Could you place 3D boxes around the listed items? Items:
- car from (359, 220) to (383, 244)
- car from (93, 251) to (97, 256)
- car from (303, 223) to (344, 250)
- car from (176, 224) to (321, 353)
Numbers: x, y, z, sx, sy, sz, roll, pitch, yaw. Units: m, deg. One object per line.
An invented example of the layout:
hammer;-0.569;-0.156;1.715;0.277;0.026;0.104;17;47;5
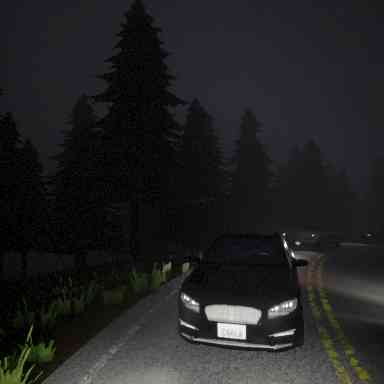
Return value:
car;15.792;3.221;26.441;5.566;2.045;2.150;8;-8;-28
car;-20.290;13.650;72.955;4.181;1.381;1.994;-2;-5;31
car;6.474;2.306;17.663;1.895;1.301;4.718;-3;-6;39
car;1.130;1.561;6.594;2.128;1.511;4.902;-1;-2;15
